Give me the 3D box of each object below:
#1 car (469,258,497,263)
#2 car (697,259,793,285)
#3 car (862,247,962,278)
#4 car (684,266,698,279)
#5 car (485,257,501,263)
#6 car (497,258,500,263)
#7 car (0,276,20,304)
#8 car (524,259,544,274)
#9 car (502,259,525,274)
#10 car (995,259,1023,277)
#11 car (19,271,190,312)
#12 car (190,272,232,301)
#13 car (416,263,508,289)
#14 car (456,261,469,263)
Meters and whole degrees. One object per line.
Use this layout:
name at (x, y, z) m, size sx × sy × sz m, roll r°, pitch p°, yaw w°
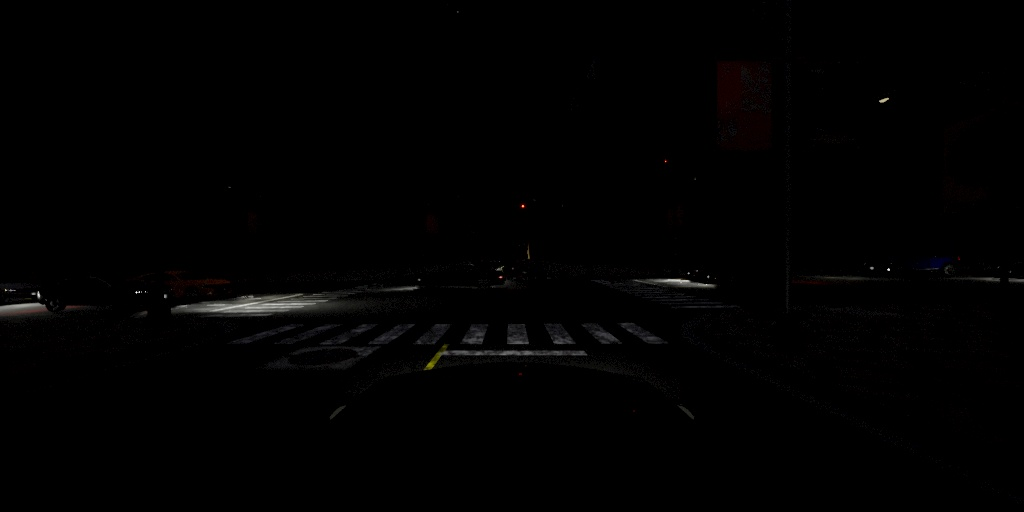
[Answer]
car at (-3.117, 1.246, 39.094) m, size 2.128 × 1.511 × 4.902 m, roll 0°, pitch 0°, yaw 0°
car at (14.724, 0.960, 22.427) m, size 4.892 × 1.490 × 1.837 m, roll -2°, pitch 0°, yaw 2°
car at (28.557, 0.426, 25.723) m, size 5.566 × 2.045 × 2.150 m, roll -2°, pitch 0°, yaw 0°
car at (14.658, 1.020, 25.697) m, size 4.181 × 1.385 × 1.994 m, roll -1°, pitch 0°, yaw 0°
car at (-3.201, 1.287, 58.891) m, size 1.812 × 1.442 × 4.674 m, roll 0°, pitch 0°, yaw 0°
car at (-3.164, 1.305, 48.953) m, size 2.033 × 1.411 × 5.357 m, roll 0°, pitch 0°, yaw 0°
car at (-27.623, 1.763, 18.932) m, size 4.674 × 1.442 × 1.812 m, roll -1°, pitch 0°, yaw 0°
car at (2.733, 1.305, 41.164) m, size 2.007 × 1.370 × 4.403 m, roll 0°, pitch 0°, yaw 0°
car at (0.076, 1.319, 40.104) m, size 1.994 × 1.385 × 4.181 m, roll 0°, pitch 0°, yaw 0°
car at (33.477, 0.659, 22.472) m, size 4.674 × 1.442 × 1.812 m, roll -1°, pitch 0°, yaw 0°
car at (-17.626, 1.547, 15.706) m, size 4.902 × 1.511 × 2.128 m, roll -1°, pitch 0°, yaw 2°
car at (-17.649, 1.528, 18.950) m, size 5.008 × 1.535 × 1.882 m, roll -1°, pitch 0°, yaw 2°
car at (-3.126, 1.310, 22.425) m, size 5.357 × 1.411 × 2.033 m, roll 0°, pitch 0°, yaw 0°
car at (-5.792, 1.305, 41.126) m, size 2.007 × 1.370 × 4.403 m, roll 0°, pitch 0°, yaw 0°
